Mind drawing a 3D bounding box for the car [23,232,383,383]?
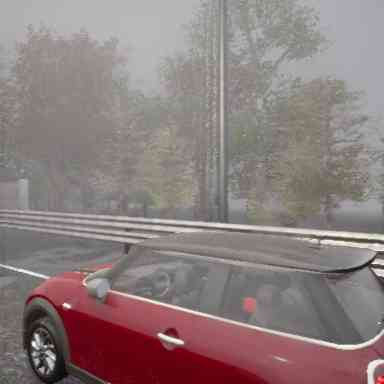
[{"bbox_3d":[0.006,1.257,3.813,4.553,1.767,2.097,0,0,38],"label":"car"}]
